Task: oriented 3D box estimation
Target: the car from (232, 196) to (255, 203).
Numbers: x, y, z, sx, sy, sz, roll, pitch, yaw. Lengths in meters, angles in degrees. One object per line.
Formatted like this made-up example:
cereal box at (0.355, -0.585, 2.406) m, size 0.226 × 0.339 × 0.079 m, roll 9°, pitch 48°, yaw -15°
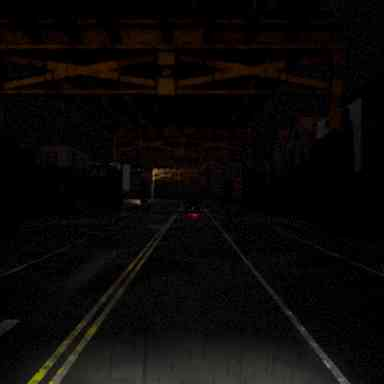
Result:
car at (12.207, 1.828, 79.089) m, size 4.974 × 1.542 × 2.038 m, roll 0°, pitch 0°, yaw 30°

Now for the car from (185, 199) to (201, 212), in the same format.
car at (0.088, 1.706, 42.432) m, size 1.837 × 1.490 × 4.892 m, roll 0°, pitch 0°, yaw 0°

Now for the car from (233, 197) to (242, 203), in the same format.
car at (12.253, 1.670, 79.064) m, size 4.536 × 1.218 × 1.853 m, roll 0°, pitch 0°, yaw 30°
